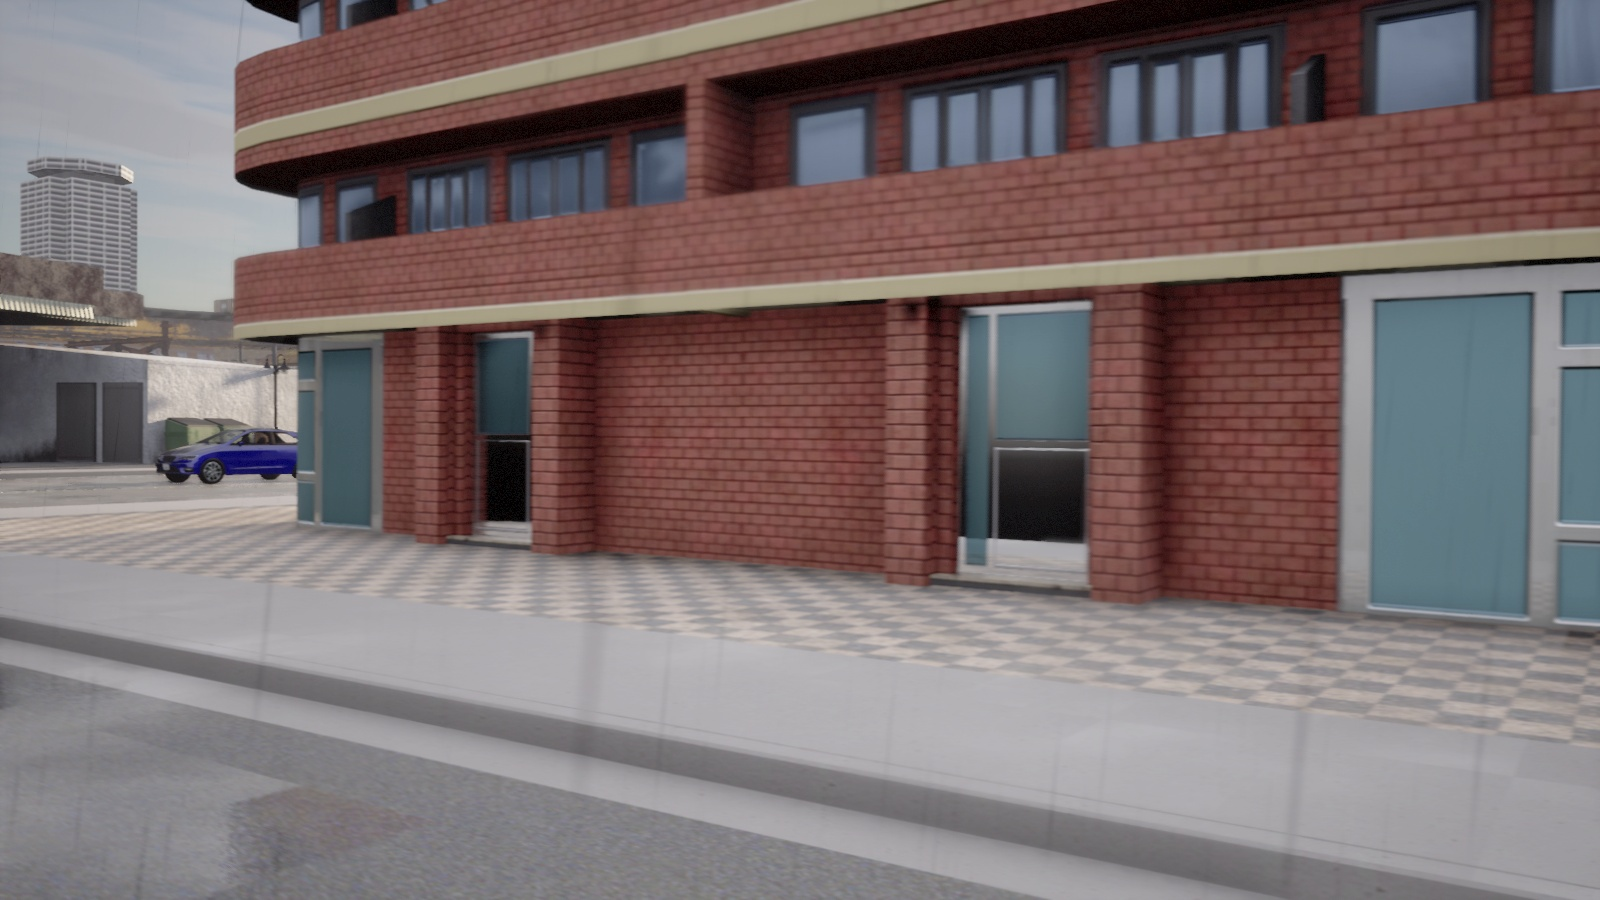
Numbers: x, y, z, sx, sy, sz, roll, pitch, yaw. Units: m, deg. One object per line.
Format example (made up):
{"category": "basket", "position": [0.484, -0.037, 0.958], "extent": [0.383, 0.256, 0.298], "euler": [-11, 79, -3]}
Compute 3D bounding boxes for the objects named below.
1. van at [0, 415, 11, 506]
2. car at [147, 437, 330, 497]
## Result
{"category": "van", "position": [-19.834, 0.267, 26.905], "extent": [2.069, 2.038, 4.480], "euler": [0, 1, 32]}
{"category": "car", "position": [-15.171, 0.417, 34.128], "extent": [1.816, 1.474, 4.193], "euler": [0, 1, 33]}
